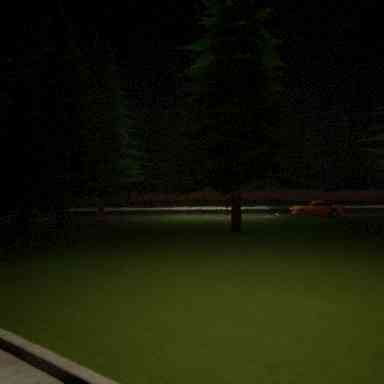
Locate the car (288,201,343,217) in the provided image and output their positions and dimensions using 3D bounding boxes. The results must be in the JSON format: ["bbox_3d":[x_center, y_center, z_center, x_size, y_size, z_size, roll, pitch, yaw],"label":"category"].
[{"bbox_3d":[11.628,1.594,31.439,5.008,1.535,1.882,0,0,-2],"label":"car"}]
